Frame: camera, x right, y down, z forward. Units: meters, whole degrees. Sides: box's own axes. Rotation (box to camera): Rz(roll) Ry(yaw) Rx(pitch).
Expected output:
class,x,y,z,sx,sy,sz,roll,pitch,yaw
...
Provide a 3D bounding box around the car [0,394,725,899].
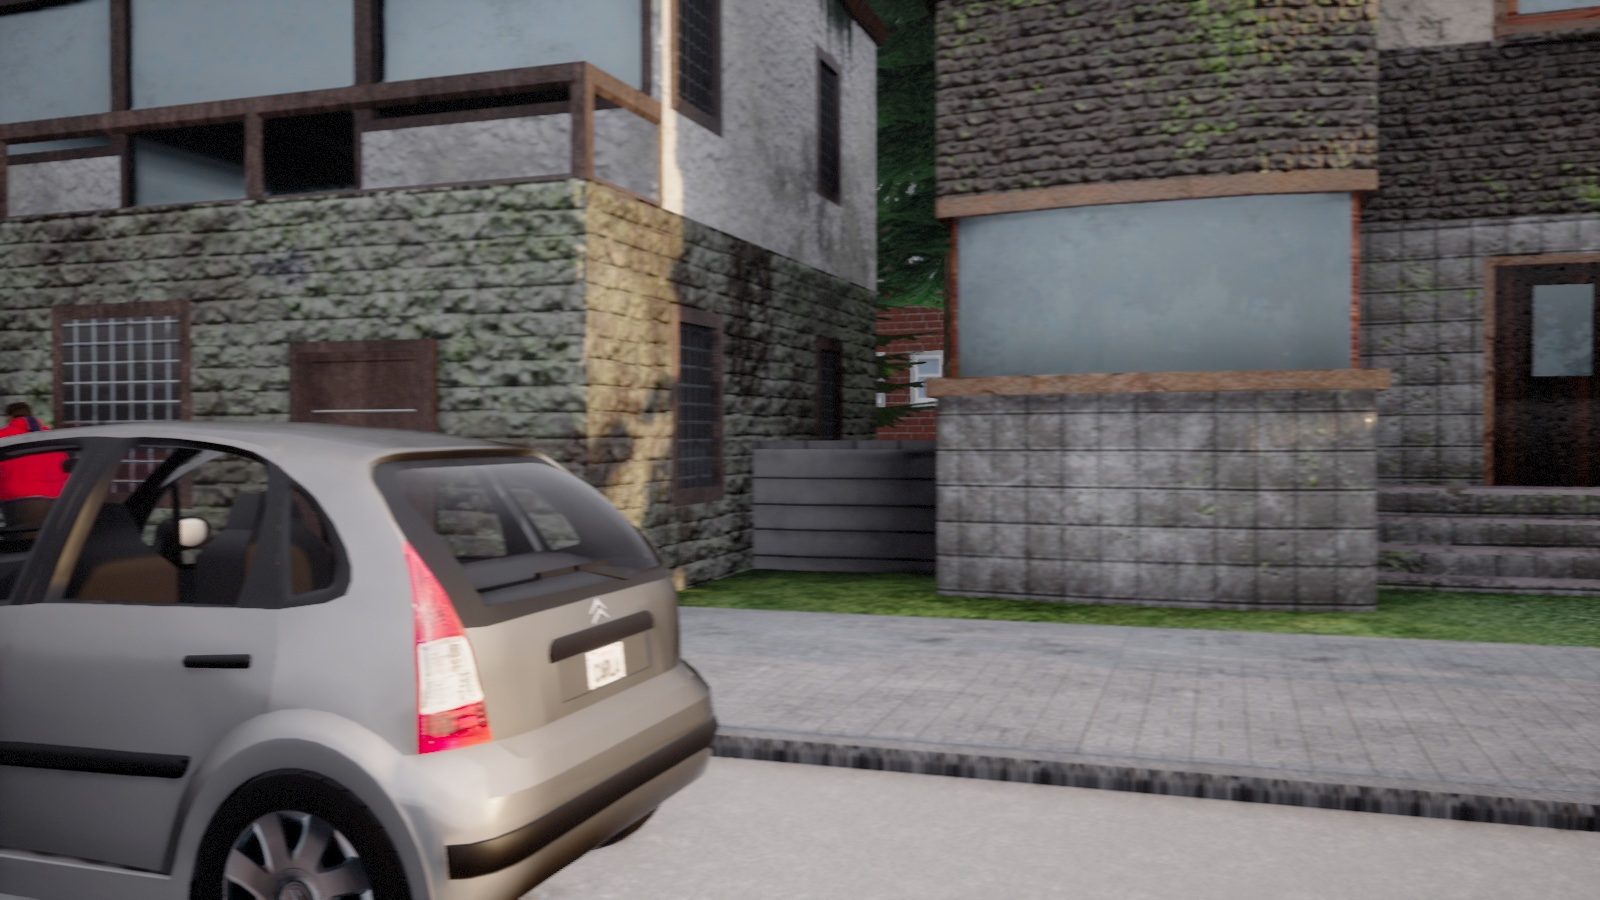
class,x,y,z,sx,sy,sz,roll,pitch,yaw
car,-2.475,0.643,4.552,3.988,1.617,1.851,1,1,19

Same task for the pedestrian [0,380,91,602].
class,x,y,z,sx,sy,sz,roll,pitch,yaw
pedestrian,-6.752,0.337,10.864,0.899,1.844,0.634,1,1,19
